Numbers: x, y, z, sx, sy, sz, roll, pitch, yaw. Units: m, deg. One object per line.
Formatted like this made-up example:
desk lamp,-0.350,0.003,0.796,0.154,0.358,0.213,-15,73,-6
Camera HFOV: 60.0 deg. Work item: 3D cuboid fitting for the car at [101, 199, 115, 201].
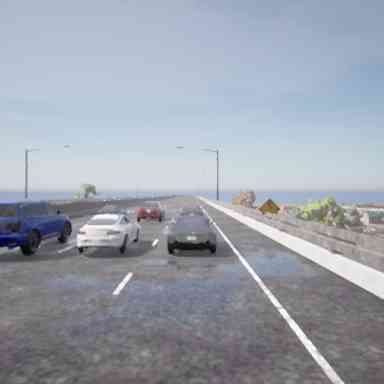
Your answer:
car,-17.491,2.219,71.711,1.895,1.301,4.718,0,0,0

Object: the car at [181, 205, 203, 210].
car,0.009,1.833,29.251,1.994,1.385,4.181,0,0,0

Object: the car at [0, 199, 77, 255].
car,-6.997,1.348,14.012,2.150,2.045,5.566,0,0,0

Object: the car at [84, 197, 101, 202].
car,-20.991,1.979,71.773,2.097,1.767,4.553,0,0,0

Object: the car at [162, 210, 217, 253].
car,0.007,1.698,14.298,1.994,1.385,4.181,0,0,0

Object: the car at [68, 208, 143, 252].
car,-3.492,1.660,14.361,1.812,1.442,4.674,0,0,0

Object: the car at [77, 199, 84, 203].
car,-24.491,2.218,71.713,1.895,1.301,4.718,0,0,0

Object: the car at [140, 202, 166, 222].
car,-3.493,1.617,29.058,2.097,1.767,4.553,0,-1,0

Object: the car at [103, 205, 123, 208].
car,-6.991,1.833,29.268,1.994,1.385,4.181,0,0,0

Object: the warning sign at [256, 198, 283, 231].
warning sign,4.561,1.298,19.594,1.300,1.860,1.060,1,0,0
